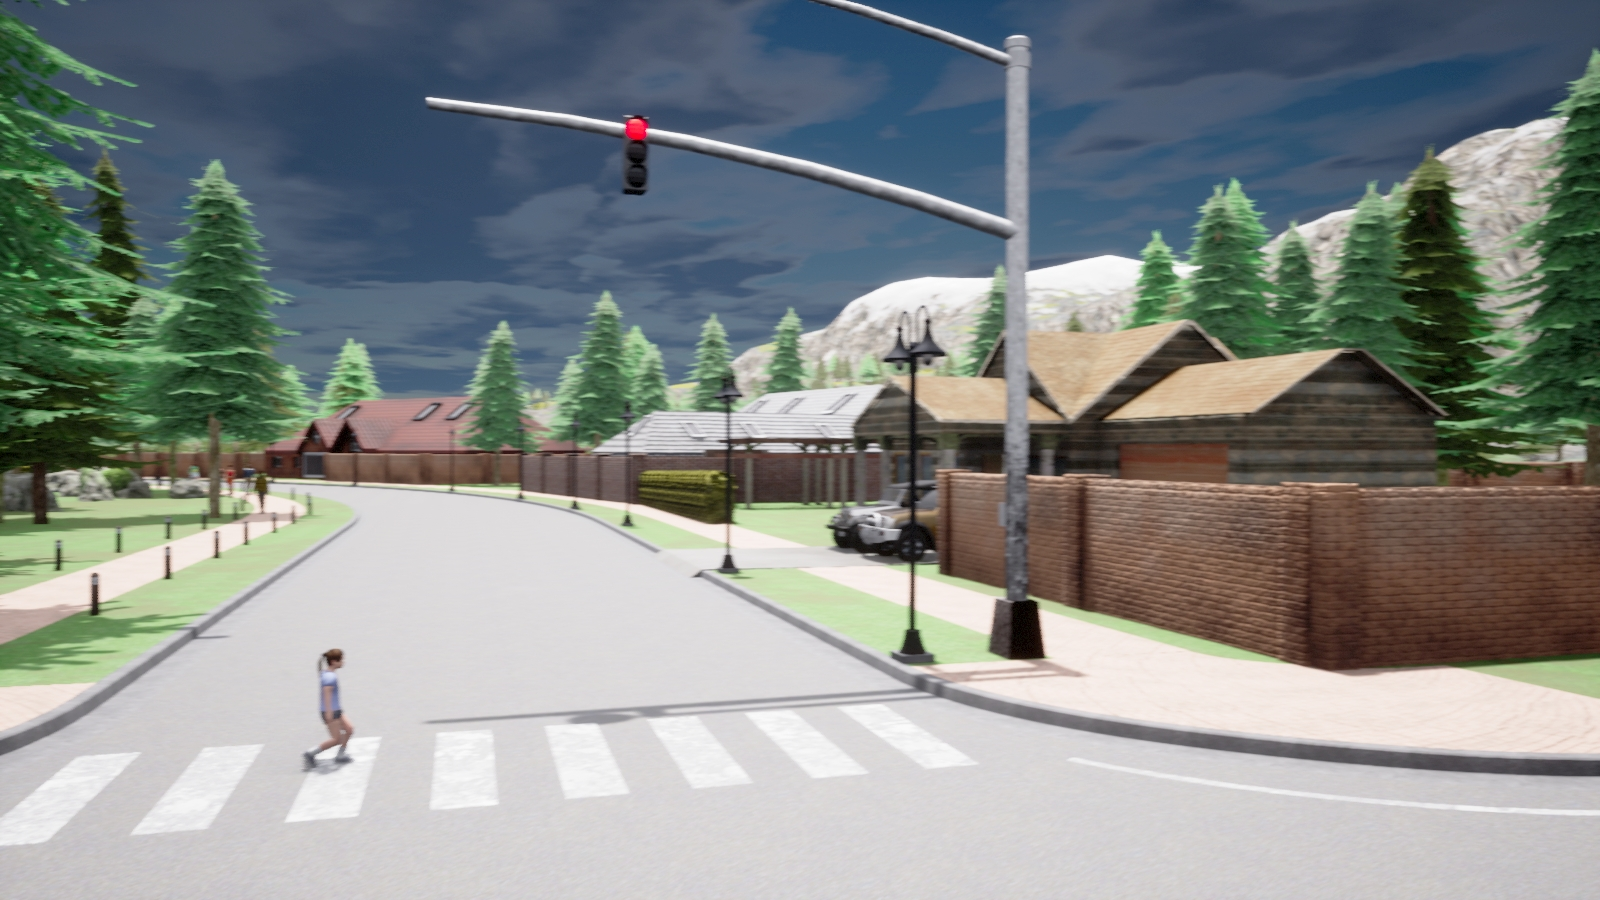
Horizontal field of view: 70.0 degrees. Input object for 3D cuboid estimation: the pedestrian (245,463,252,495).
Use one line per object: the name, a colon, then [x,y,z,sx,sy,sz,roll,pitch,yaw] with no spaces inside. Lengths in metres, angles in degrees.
pedestrian: [-32.422,1.711,67.166,0.375,1.860,0.375,0,0,-33]

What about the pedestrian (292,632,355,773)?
pedestrian: [-4.201,2.211,10.090,0.500,1.100,0.500,0,0,-22]

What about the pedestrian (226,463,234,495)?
pedestrian: [-33.800,1.709,67.794,0.375,1.860,0.375,0,0,-34]

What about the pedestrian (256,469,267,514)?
pedestrian: [-22.132,1.698,46.974,0.375,1.860,0.375,0,0,-24]
